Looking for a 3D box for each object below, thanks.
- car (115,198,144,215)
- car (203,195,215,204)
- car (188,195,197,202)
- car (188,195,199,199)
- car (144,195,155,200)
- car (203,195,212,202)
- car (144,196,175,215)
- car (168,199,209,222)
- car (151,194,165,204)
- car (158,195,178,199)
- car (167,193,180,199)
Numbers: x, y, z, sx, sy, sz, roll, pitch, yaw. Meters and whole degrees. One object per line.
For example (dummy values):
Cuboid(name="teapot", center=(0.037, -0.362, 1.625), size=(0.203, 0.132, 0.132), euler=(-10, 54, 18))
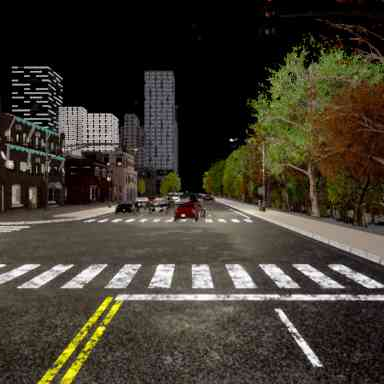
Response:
Cuboid(name="car", center=(-6.524, 1.554, 33.955), size=(1.994, 1.385, 4.181), euler=(0, 0, 0))
Cuboid(name="car", center=(3.480, 1.468, 64.015), size=(2.128, 1.511, 4.902), euler=(0, 0, 0))
Cuboid(name="car", center=(0.158, 1.471, 74.331), size=(1.837, 1.490, 4.892), euler=(0, 0, 0))
Cuboid(name="car", center=(0.217, 1.504, 58.671), size=(1.812, 1.442, 4.674), euler=(0, 0, 0))
Cuboid(name="car", center=(-6.504, 1.477, 42.832), size=(2.128, 1.511, 4.902), euler=(0, 0, 0))
Cuboid(name="car", center=(3.399, 1.448, 74.284), size=(1.882, 1.535, 5.008), euler=(0, 0, 0))
Cuboid(name="car", center=(-3.272, 1.481, 34.262), size=(2.128, 1.511, 4.902), euler=(0, 0, 0))
Cuboid(name="car", center=(-0.155, 1.518, 26.175), size=(1.812, 1.442, 4.674), euler=(1, 0, 12))
Cuboid(name="car", center=(-6.425, 1.329, 62.643), size=(2.097, 1.767, 4.553), euler=(0, 0, 1))
Cuboid(name="car", center=(-3.244, 1.490, 44.504), size=(1.837, 1.490, 4.892), euler=(0, 0, 0))
Cuboid(name="car", center=(-3.206, 1.202, 55.229), size=(2.150, 2.045, 5.566), euler=(0, 0, 1))
